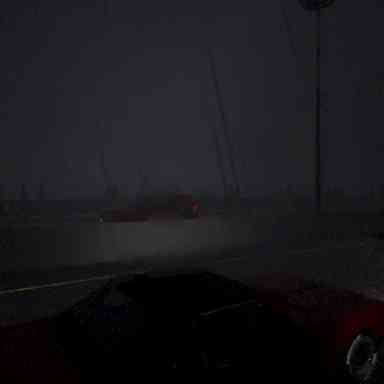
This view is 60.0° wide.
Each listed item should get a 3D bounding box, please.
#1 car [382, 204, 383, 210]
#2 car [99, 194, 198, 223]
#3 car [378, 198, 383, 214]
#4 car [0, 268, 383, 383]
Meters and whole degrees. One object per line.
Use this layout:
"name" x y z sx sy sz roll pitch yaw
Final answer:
"car" 10.213 1.160 13.292 5.566 2.045 2.150 0 0 -25
"car" -2.351 1.151 18.776 5.566 2.045 2.150 0 0 -30
"car" 20.850 1.333 32.209 5.008 1.535 1.882 0 0 -15
"car" 0.191 1.586 3.728 4.718 1.301 1.895 0 0 -33
